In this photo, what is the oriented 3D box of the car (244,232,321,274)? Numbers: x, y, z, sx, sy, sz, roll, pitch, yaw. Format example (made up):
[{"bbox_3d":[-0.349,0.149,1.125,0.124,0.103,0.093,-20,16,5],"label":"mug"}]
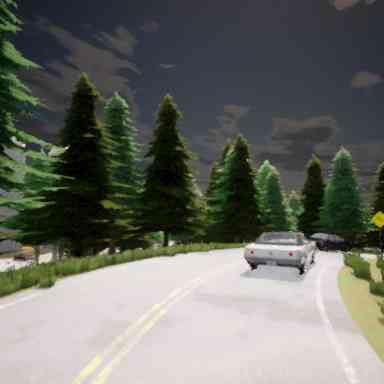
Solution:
[{"bbox_3d":[3.510,2.160,12.548,1.895,1.301,4.718,-1,-5,26],"label":"car"}]

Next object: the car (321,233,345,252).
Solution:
[{"bbox_3d":[10.187,3.861,25.542,5.357,1.411,2.033,10,-9,-36],"label":"car"}]

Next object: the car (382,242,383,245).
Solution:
[{"bbox_3d":[16.610,4.347,25.418,4.902,1.511,2.128,9,-8,-28],"label":"car"}]
